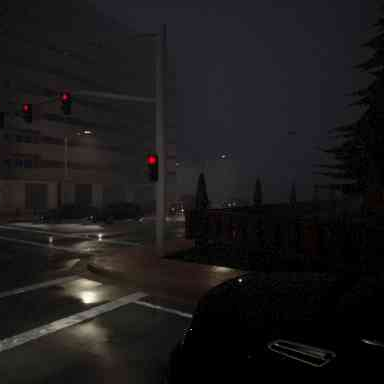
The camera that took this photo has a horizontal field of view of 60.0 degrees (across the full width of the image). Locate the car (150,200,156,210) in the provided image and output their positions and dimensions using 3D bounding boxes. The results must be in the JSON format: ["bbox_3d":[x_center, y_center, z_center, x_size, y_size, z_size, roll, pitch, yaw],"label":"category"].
[{"bbox_3d":[-4.399,1.581,33.657,1.812,1.442,4.674,0,0,35],"label":"car"}]

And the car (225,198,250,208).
[{"bbox_3d":[6.814,1.619,49.740,1.994,1.385,4.181,0,0,35],"label":"car"}]

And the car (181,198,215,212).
[{"bbox_3d":[0.861,1.559,41.233,1.837,1.490,4.892,0,0,35],"label":"car"}]

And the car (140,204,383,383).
[{"bbox_3d":[2.426,1.221,2.130,5.566,2.045,2.150,0,0,37],"label":"car"}]

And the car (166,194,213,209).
[{"bbox_3d":[-0.198,1.277,33.590,2.150,2.045,5.566,0,0,35],"label":"car"}]

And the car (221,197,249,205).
[{"bbox_3d":[5.461,1.407,41.709,2.097,1.767,4.553,0,0,35],"label":"car"}]

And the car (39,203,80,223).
[{"bbox_3d":[-9.605,1.581,26.186,1.812,1.442,4.674,0,0,35],"label":"car"}]

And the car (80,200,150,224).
[{"bbox_3d":[-5.754,1.560,25.595,1.837,1.490,4.892,0,0,35],"label":"car"}]
